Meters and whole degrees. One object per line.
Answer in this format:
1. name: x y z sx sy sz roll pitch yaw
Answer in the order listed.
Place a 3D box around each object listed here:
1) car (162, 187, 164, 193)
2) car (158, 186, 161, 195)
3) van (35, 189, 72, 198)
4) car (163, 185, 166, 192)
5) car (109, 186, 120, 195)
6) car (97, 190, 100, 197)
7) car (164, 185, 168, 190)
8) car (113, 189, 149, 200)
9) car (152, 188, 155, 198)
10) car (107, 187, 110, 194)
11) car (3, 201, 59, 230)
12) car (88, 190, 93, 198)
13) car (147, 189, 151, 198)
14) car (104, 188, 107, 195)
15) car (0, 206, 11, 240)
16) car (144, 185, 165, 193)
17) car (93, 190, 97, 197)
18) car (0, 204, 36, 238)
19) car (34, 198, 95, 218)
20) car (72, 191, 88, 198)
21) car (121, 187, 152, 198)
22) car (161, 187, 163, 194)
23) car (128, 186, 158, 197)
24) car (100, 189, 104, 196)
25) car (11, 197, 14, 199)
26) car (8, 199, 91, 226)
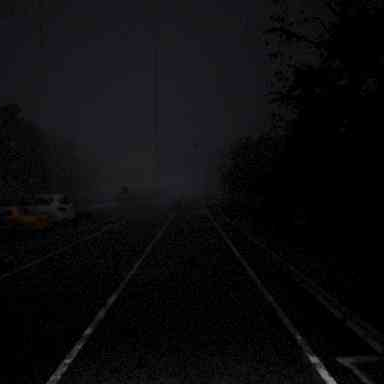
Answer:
1. car: -10.193 0.123 83.817 4.792 1.488 2.163 0 2 0
2. car: -10.157 0.154 78.240 4.553 1.767 2.185 0 2 0
3. van: -23.237 0.420 55.924 4.442 1.987 1.878 1 1 0
4. car: -10.172 -0.252 89.374 4.553 1.767 2.185 0 3 0
5. car: -23.036 -0.127 89.263 5.366 1.575 1.946 0 2 0
6. car: -23.263 0.459 72.539 4.792 1.488 2.163 0 1 0
7. car: -10.111 -0.381 94.950 5.008 1.535 2.097 0 3 0
8. car: -10.254 0.678 55.954 4.792 1.488 2.163 0 0 0
9. car: -10.243 0.575 64.303 5.008 1.535 2.097 0 1 0
10. car: -23.250 0.188 81.035 4.892 1.521 2.231 0 2 0
11. car: -10.337 1.442 17.816 5.366 1.575 1.946 0 0 0
12. car: -23.501 0.529 67.089 5.366 1.575 1.946 0 1 0
13. car: -10.301 0.656 58.738 4.792 1.488 2.163 0 0 0
14. car: -23.263 0.279 78.118 5.008 1.535 2.097 0 2 0
15. car: -9.985 1.444 12.263 5.366 1.575 1.946 0 0 0
16. car: -10.184 -0.137 86.597 4.553 1.767 2.185 0 2 0
17. car: -23.489 0.481 69.884 5.366 1.575 1.946 0 1 0
18. car: -10.167 1.447 15.039 4.892 1.521 2.231 0 0 0
19. car: -10.093 1.472 26.144 4.792 1.488 2.163 0 0 0
20. car: -23.357 0.600 64.297 4.792 1.488 2.163 0 1 0
21. car: -10.291 0.479 61.522 4.553 1.767 2.185 0 1 0
22. car: -10.147 0.220 81.031 4.792 1.488 2.163 0 2 0
23. car: -10.264 0.285 67.092 5.566 2.045 2.435 0 1 0
24. car: -23.276 0.358 75.329 5.008 1.535 2.097 0 1 0
25. car: -14.575 1.314 22.626 2.097 1.767 4.553 0 0 0
26. car: -10.138 1.443 23.368 5.008 1.535 2.097 0 0 0
